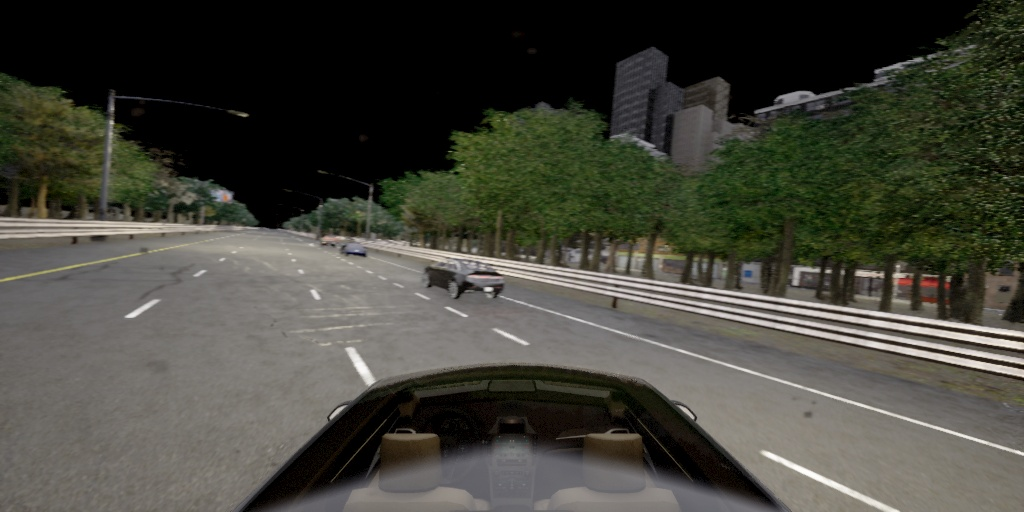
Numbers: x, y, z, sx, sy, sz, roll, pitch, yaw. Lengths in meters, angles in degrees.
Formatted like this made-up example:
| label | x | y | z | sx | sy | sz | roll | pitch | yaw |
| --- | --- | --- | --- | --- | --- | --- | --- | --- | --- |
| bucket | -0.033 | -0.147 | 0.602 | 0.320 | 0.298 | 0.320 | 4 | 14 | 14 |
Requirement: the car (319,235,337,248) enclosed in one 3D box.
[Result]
| label | x | y | z | sx | sy | sz | roll | pitch | yaw |
| --- | --- | --- | --- | --- | --- | --- | --- | --- | --- |
| car | -26.476 | -1.928 | 51.475 | 1.895 | 1.301 | 4.718 | 5 | 1 | -32 |

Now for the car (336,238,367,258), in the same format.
| label | x | y | z | sx | sy | sz | roll | pitch | yaw |
| --- | --- | --- | --- | --- | --- | --- | --- | --- | --- |
| car | -15.434 | -0.663 | 34.802 | 1.994 | 1.385 | 4.181 | 5 | 1 | -34 |

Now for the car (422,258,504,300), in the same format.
| label | x | y | z | sx | sy | sz | roll | pitch | yaw |
| --- | --- | --- | --- | --- | --- | --- | --- | --- | --- |
| car | -2.161 | 0.828 | 14.848 | 2.128 | 1.511 | 4.902 | 5 | 1 | -34 |
